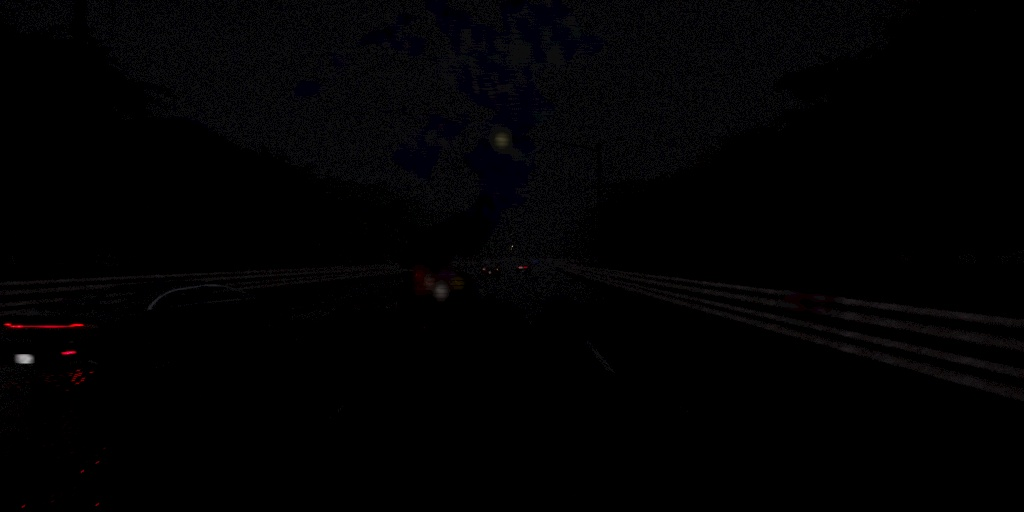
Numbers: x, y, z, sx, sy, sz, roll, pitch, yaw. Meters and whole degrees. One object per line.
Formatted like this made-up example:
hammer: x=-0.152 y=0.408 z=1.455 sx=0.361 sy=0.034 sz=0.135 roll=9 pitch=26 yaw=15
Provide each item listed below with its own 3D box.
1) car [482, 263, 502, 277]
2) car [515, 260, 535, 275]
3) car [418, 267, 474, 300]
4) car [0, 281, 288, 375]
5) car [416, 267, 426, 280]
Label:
car: x=-2.206 y=1.554 z=40.137 sx=1.812 sy=1.442 sz=4.674 roll=0 pitch=0 yaw=3
car: x=1.423 y=1.562 z=44.079 sx=2.128 sy=1.511 sz=4.902 roll=0 pitch=0 yaw=3
car: x=-3.103 y=1.396 z=18.362 sx=1.812 sy=1.442 sz=4.674 roll=0 pitch=0 yaw=2
car: x=-6.867 y=1.263 z=7.519 sx=2.128 sy=1.511 sz=4.902 roll=0 pitch=0 yaw=1
car: x=-6.231 y=1.539 z=29.290 sx=1.895 sy=1.301 sz=4.718 roll=0 pitch=0 yaw=2
